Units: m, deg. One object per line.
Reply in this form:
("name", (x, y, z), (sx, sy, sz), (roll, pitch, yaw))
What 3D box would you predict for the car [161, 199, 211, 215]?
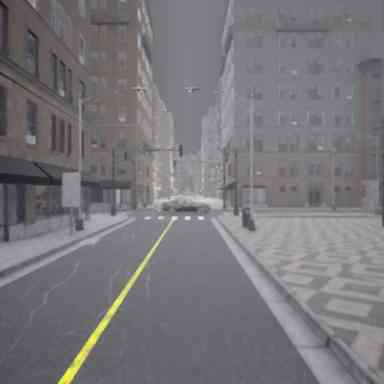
("car", (-0.592, 1.474, 33.286), (4.902, 1.511, 2.128), (0, 0, 0))
